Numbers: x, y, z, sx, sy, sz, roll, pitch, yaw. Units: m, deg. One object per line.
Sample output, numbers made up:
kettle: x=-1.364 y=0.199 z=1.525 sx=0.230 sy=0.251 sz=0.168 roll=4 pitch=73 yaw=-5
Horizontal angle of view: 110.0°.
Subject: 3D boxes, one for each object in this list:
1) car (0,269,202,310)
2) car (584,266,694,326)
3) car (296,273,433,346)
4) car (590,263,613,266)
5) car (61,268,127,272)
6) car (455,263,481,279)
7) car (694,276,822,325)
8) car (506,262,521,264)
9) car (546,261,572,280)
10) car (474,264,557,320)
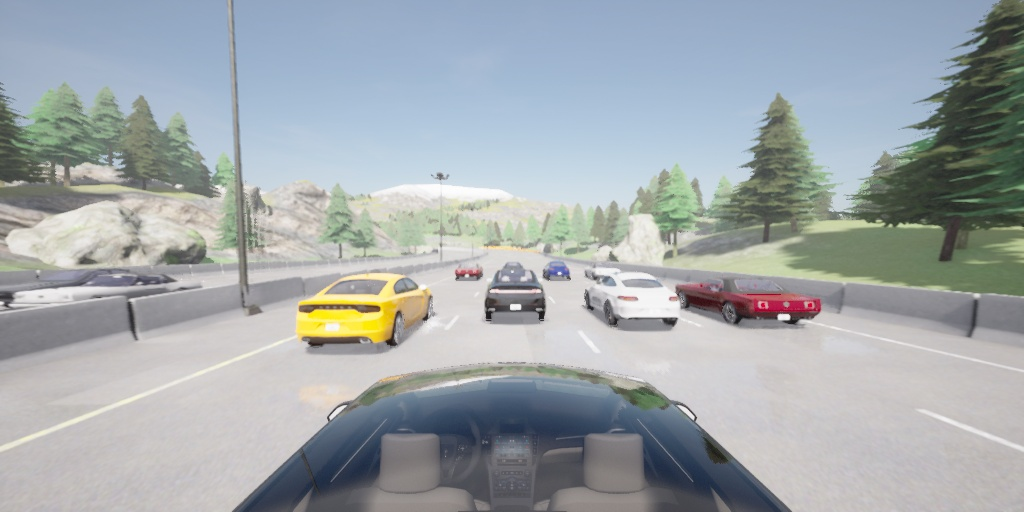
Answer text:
car: x=-14.078 y=1.287 z=12.915 sx=1.895 sy=1.301 sz=4.718 roll=0 pitch=0 yaw=0
car: x=3.598 y=1.221 z=11.326 sx=1.812 sy=1.442 sz=4.674 roll=0 pitch=0 yaw=0
car: x=-3.401 y=1.184 z=9.264 sx=1.882 sy=1.535 sz=5.008 roll=0 pitch=0 yaw=0
car: x=7.095 y=1.200 z=28.799 sx=1.895 sy=1.301 sz=4.718 roll=0 pitch=0 yaw=0
car: x=-17.567 y=1.222 z=14.956 sx=2.033 sy=1.411 sz=5.357 roll=0 pitch=0 yaw=0
car: x=-3.405 y=1.197 z=29.312 sx=1.895 sy=1.301 sz=4.718 roll=0 pitch=0 yaw=0
car: x=7.098 y=1.295 z=11.573 sx=1.895 sy=1.301 sz=4.718 roll=0 pitch=0 yaw=0
car: x=0.095 y=1.156 z=30.031 sx=1.994 sy=1.385 sz=4.181 roll=0 pitch=0 yaw=0
car: x=3.595 y=1.122 z=29.335 sx=1.812 sy=1.442 sz=4.674 roll=0 pitch=0 yaw=0
car: x=0.098 y=1.181 z=12.288 sx=2.128 sy=1.511 sz=4.902 roll=0 pitch=0 yaw=0
